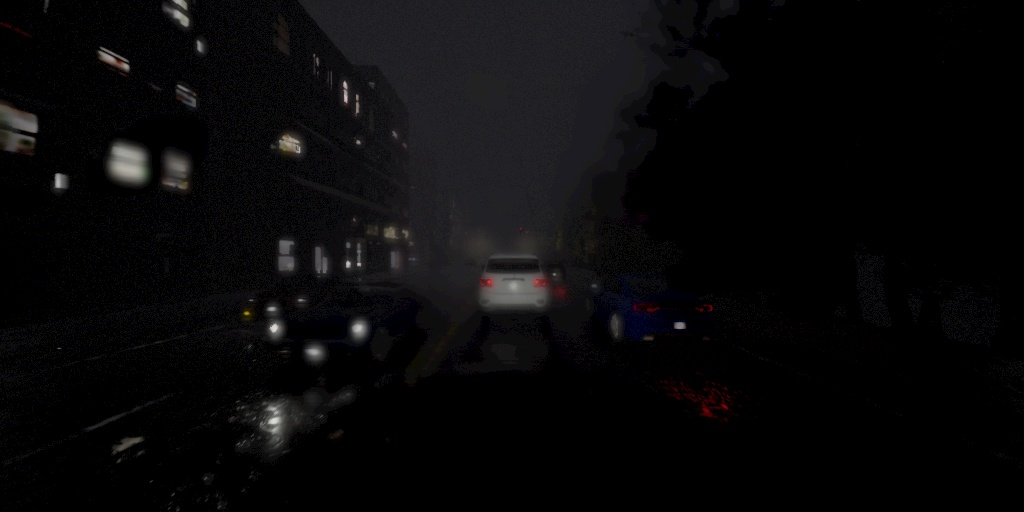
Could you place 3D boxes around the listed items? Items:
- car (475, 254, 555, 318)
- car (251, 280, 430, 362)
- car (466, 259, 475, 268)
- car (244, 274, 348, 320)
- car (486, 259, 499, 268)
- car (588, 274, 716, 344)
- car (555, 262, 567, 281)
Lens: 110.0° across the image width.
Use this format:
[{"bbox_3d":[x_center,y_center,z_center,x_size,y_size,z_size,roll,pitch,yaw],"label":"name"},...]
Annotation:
[{"bbox_3d":[0.098,0.944,13.051,2.150,2.045,5.566,0,0,0],"label":"car"},{"bbox_3d":[-3.347,1.335,8.312,1.895,1.301,4.718,0,0,0],"label":"car"},{"bbox_3d":[-6.475,1.240,59.349,2.033,1.411,5.357,0,0,0],"label":"car"},{"bbox_3d":[-6.598,1.290,11.879,1.994,1.385,4.181,0,0,0],"label":"car"},{"bbox_3d":[-3.227,1.171,59.343,1.812,1.442,4.674,0,0,0],"label":"car"},{"bbox_3d":[3.338,1.208,9.577,1.882,1.535,5.008,0,0,0],"label":"car"},{"bbox_3d":[3.355,1.188,29.431,1.837,1.490,4.892,0,0,0],"label":"car"}]
